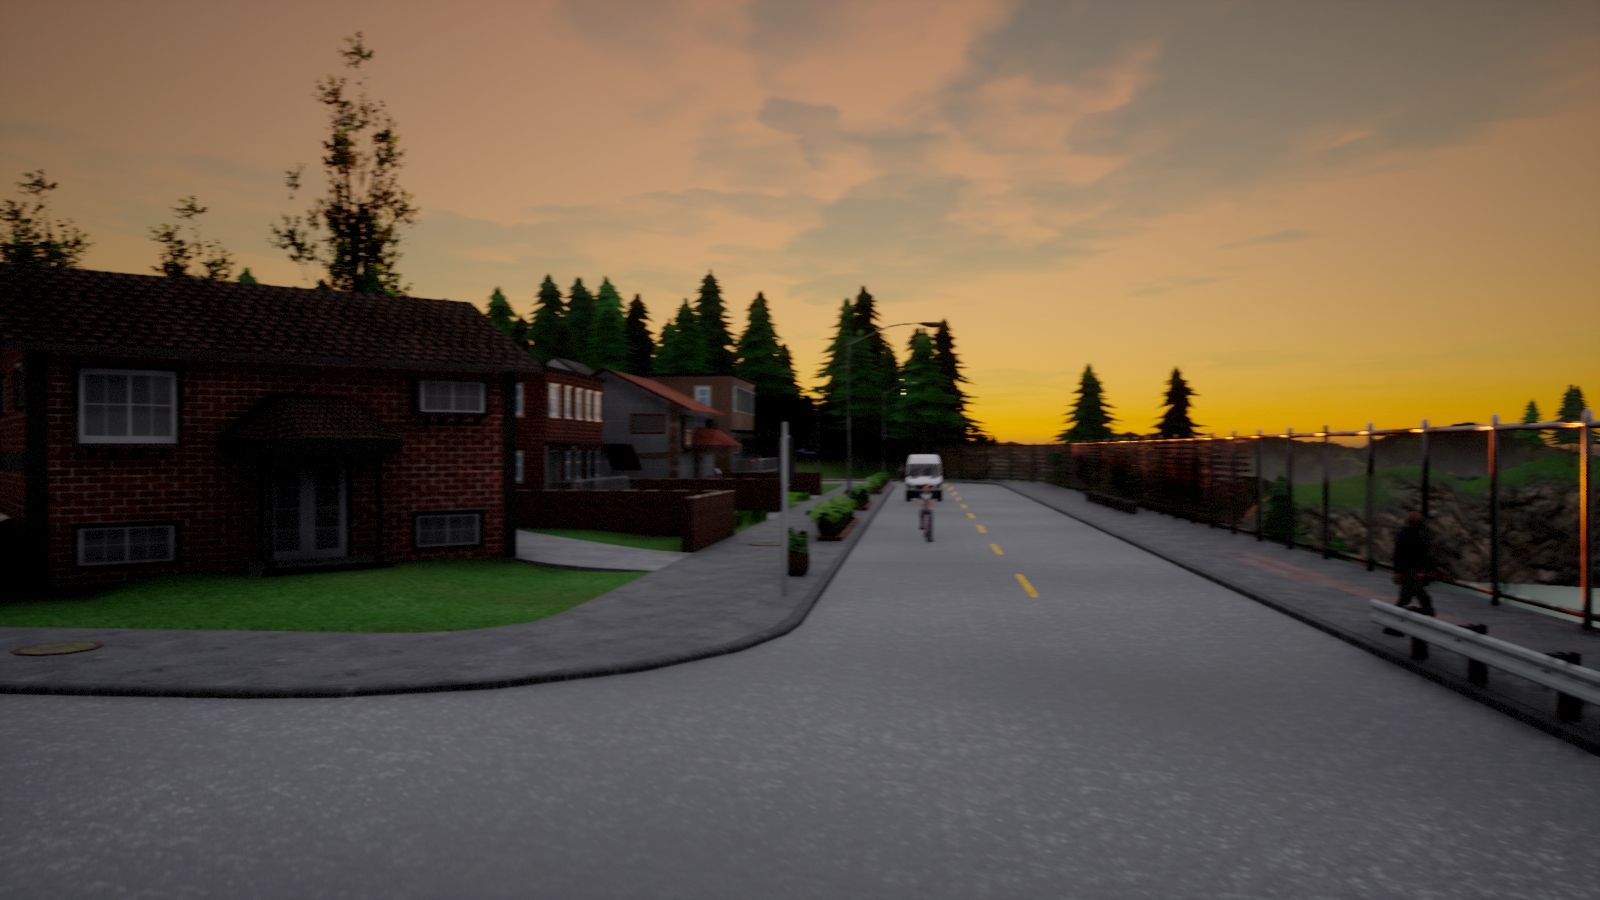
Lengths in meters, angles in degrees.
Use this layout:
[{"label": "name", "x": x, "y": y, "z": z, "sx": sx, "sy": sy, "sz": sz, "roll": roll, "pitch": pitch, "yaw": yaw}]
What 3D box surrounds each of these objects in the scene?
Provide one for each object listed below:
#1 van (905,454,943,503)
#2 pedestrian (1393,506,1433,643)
[{"label": "van", "x": 6.838, "y": 1.527, "z": 63.067, "sx": 1.988, "sy": 2.561, "sz": 5.915, "roll": 0, "pitch": 0, "yaw": 6}, {"label": "pedestrian", "x": 8.616, "y": 1.734, "z": 16.069, "sx": 0.375, "sy": 1.860, "sz": 0.375, "roll": 0, "pitch": 0, "yaw": -38}]
